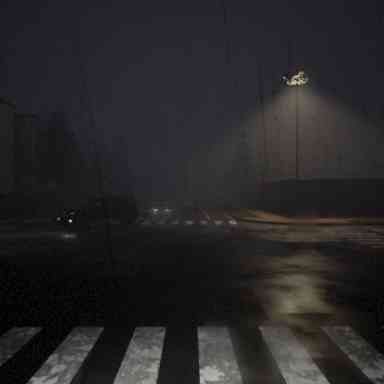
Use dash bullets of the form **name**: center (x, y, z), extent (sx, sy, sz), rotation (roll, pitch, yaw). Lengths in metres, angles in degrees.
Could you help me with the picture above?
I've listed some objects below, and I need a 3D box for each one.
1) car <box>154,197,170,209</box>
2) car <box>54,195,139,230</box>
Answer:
- **car**: center (-4.061, 1.454, 45.679), extent (1.882, 1.535, 5.008), rotation (0, 0, 0)
- **car**: center (-5.968, 1.208, 21.553), extent (2.150, 2.045, 5.566), rotation (2, 1, 41)
